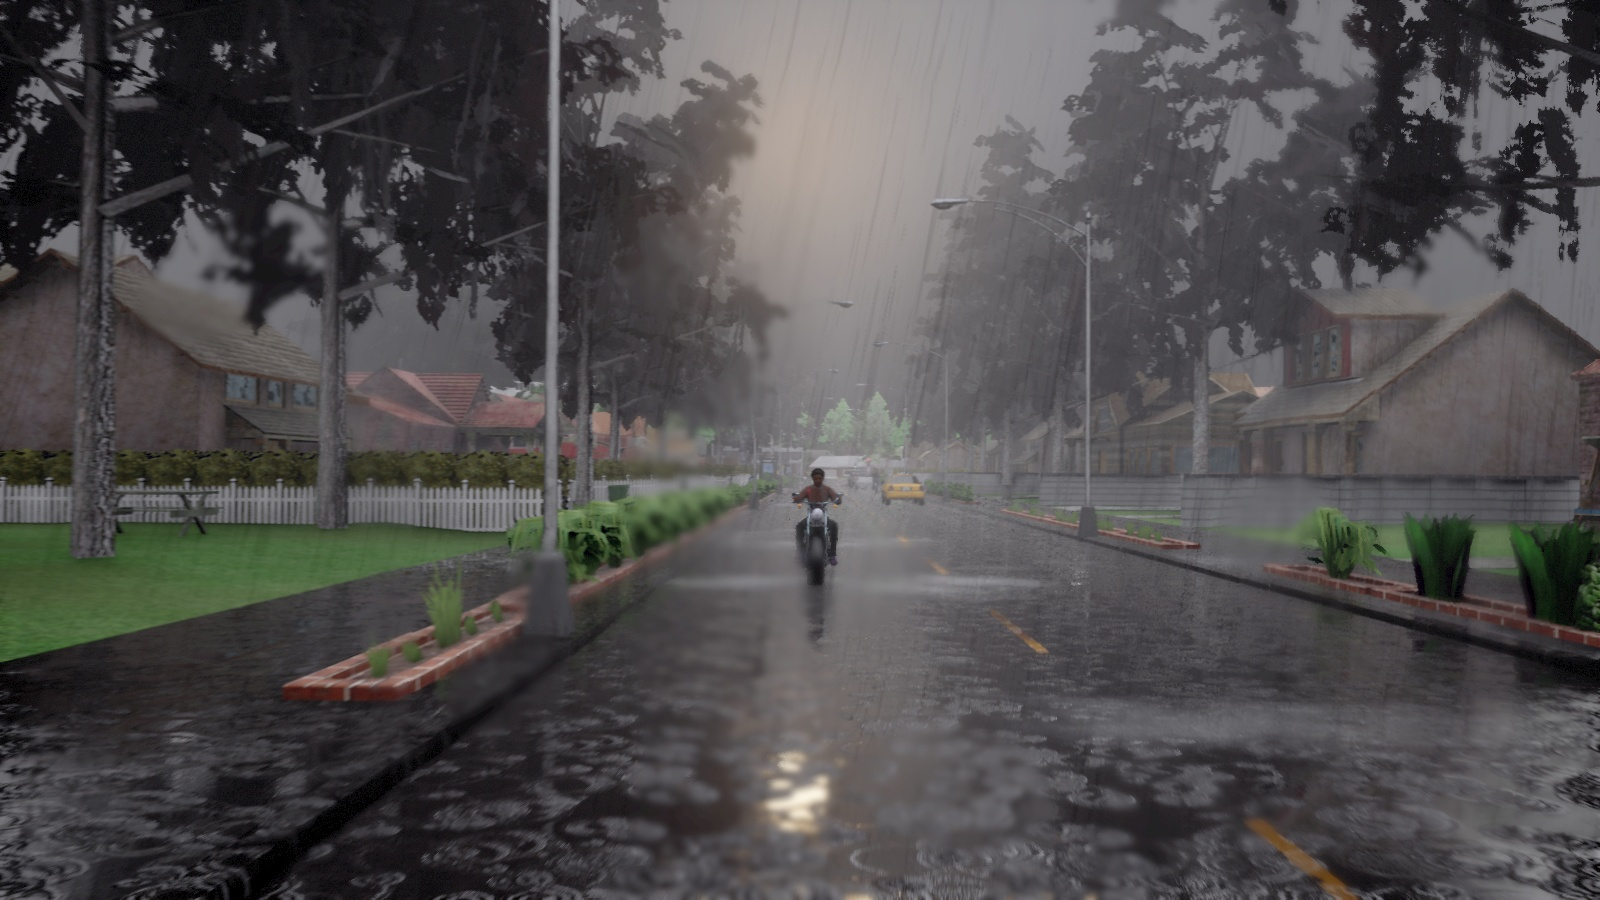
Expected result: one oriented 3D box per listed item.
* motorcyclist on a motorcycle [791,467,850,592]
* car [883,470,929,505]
[{"bbox_3d":[0.288,1.062,17.775,0.766,1.649,2.350,0,-1,1],"label":"motorcyclist on a motorcycle"},{"bbox_3d":[4.988,1.740,59.710,1.801,1.575,5.366,0,-1,1],"label":"car"}]
